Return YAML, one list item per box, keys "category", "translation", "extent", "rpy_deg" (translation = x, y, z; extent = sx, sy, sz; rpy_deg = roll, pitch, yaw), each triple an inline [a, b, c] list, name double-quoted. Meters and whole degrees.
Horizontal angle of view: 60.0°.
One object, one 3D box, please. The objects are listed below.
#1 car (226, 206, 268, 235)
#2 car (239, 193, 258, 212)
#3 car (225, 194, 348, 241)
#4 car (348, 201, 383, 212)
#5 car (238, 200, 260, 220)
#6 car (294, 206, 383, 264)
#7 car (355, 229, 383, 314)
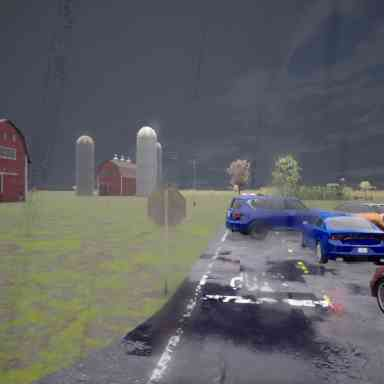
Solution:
- category: "car"
  translation: [3.135, 1.606, 19.885]
  extent: [1.895, 1.301, 4.718]
  rpy_deg: [0, 0, 2]
- category: "car"
  translation: [6.825, 1.216, 40.303]
  extent: [2.150, 2.045, 5.566]
  rpy_deg: [0, 0, 10]
- category: "car"
  translation: [4.436, 1.219, 16.580]
  extent: [5.566, 2.045, 2.150]
  rpy_deg: [0, 1, -9]
- category: "car"
  translation: [8.602, 1.360, 18.000]
  extent: [2.097, 1.767, 4.553]
  rpy_deg: [0, 0, -36]
- category: "car"
  translation: [5.068, 1.504, 29.745]
  extent: [1.837, 1.490, 4.892]
  rpy_deg: [0, 0, 9]
- category: "car"
  translation: [5.111, 1.481, 11.761]
  extent: [1.882, 1.535, 5.008]
  rpy_deg: [0, 0, 8]
- category: "car"
  translation: [4.620, 1.529, 4.584]
  extent: [1.812, 1.442, 4.674]
  rpy_deg: [0, 0, -9]
